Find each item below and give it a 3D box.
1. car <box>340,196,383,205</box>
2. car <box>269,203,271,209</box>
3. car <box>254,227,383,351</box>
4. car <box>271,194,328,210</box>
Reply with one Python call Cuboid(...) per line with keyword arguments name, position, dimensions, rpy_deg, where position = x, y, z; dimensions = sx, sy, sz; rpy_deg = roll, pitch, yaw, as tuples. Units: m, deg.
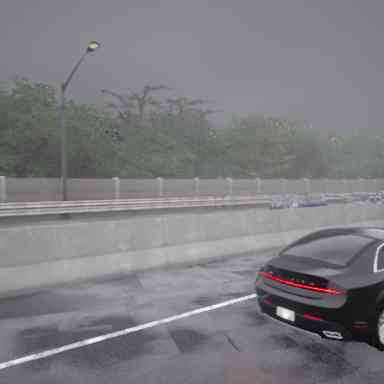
Cuboid(name="car", position=(13.461, 1.044, 26.090), dimensions=(4.902, 1.511, 2.128), rpy_deg=(-1, 1, -34))
Cuboid(name="car", position=(9.466, 1.046, 31.837), dimensions=(4.892, 1.490, 1.837), rpy_deg=(-1, 1, -34))
Cuboid(name="car", position=(3.282, 1.403, 6.059), dimensions=(4.892, 1.490, 1.837), rpy_deg=(-2, 1, -35))
Cuboid(name="car", position=(9.065, 0.948, 27.331), dimensions=(4.553, 1.767, 2.097), rpy_deg=(-1, 1, -34))
